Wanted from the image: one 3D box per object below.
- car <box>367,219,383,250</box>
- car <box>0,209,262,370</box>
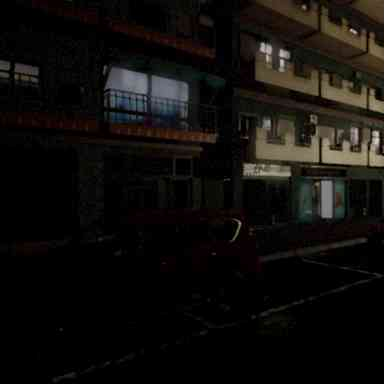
[{"bbox_3d":[8.289,1.390,12.417,4.507,1.381,1.887,-1,0,-35],"label":"car"},{"bbox_3d":[-0.955,1.287,5.873,5.009,1.841,2.192,-1,0,-35],"label":"car"}]
